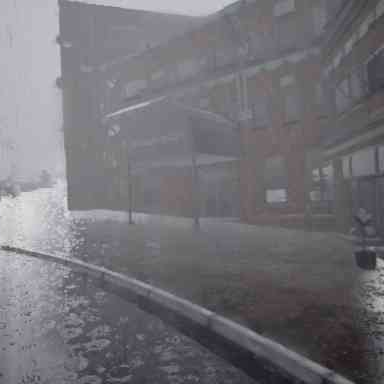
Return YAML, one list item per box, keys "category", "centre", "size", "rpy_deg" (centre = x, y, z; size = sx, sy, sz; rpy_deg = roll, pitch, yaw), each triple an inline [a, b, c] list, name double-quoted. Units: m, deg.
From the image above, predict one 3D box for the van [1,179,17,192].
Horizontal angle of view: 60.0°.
- category: "van"
  centre: [-27.546, -0.338, 46.530]
  size: [4.442, 1.987, 1.878]
  rpy_deg: [-3, 5, -33]

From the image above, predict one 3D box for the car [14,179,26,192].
- category: "car"
  centre: [-28.384, -0.555, 49.393]
  size: [5.566, 2.045, 2.435]
  rpy_deg: [-3, 5, -33]

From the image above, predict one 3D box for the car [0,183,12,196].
- category: "car"
  centre: [-27.071, 0.097, 43.423]
  size: [5.366, 1.575, 1.946]
  rpy_deg: [-3, 5, -33]

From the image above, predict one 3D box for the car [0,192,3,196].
- category: "car"
  centre: [-26.194, 0.329, 40.577]
  size: [4.674, 1.452, 2.002]
  rpy_deg: [-3, 5, -33]

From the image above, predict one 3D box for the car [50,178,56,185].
- category: "car"
  centre: [-34.703, -2.102, 76.111]
  size: [5.366, 1.575, 1.946]
  rpy_deg: [-3, 5, -33]

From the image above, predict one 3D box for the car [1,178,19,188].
- category: "car"
  centre: [-38.809, -1.911, 71.062]
  size: [2.097, 1.767, 4.553]
  rpy_deg: [-2, 4, -14]

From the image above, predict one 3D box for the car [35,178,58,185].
- category: "car"
  centre: [-37.051, -2.680, 84.866]
  size: [4.892, 1.521, 2.231]
  rpy_deg: [-3, 5, -34]

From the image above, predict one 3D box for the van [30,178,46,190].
- category: "van"
  centre: [-32.600, -1.726, 67.198]
  size: [4.442, 1.987, 1.878]
  rpy_deg: [-3, 5, -33]

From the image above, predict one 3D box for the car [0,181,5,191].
- category: "car"
  centre: [-36.419, -1.114, 61.309]
  size: [2.097, 1.767, 4.553]
  rpy_deg: [-2, 4, -14]

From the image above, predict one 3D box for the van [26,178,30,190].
- category: "van"
  centre: [-29.902, -0.921, 55.252]
  size: [4.442, 1.987, 1.878]
  rpy_deg: [-3, 5, -33]

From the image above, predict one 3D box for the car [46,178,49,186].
- category: "car"
  centre: [-33.442, -1.817, 70.075]
  size: [4.553, 1.767, 2.185]
  rpy_deg: [-3, 5, -33]
